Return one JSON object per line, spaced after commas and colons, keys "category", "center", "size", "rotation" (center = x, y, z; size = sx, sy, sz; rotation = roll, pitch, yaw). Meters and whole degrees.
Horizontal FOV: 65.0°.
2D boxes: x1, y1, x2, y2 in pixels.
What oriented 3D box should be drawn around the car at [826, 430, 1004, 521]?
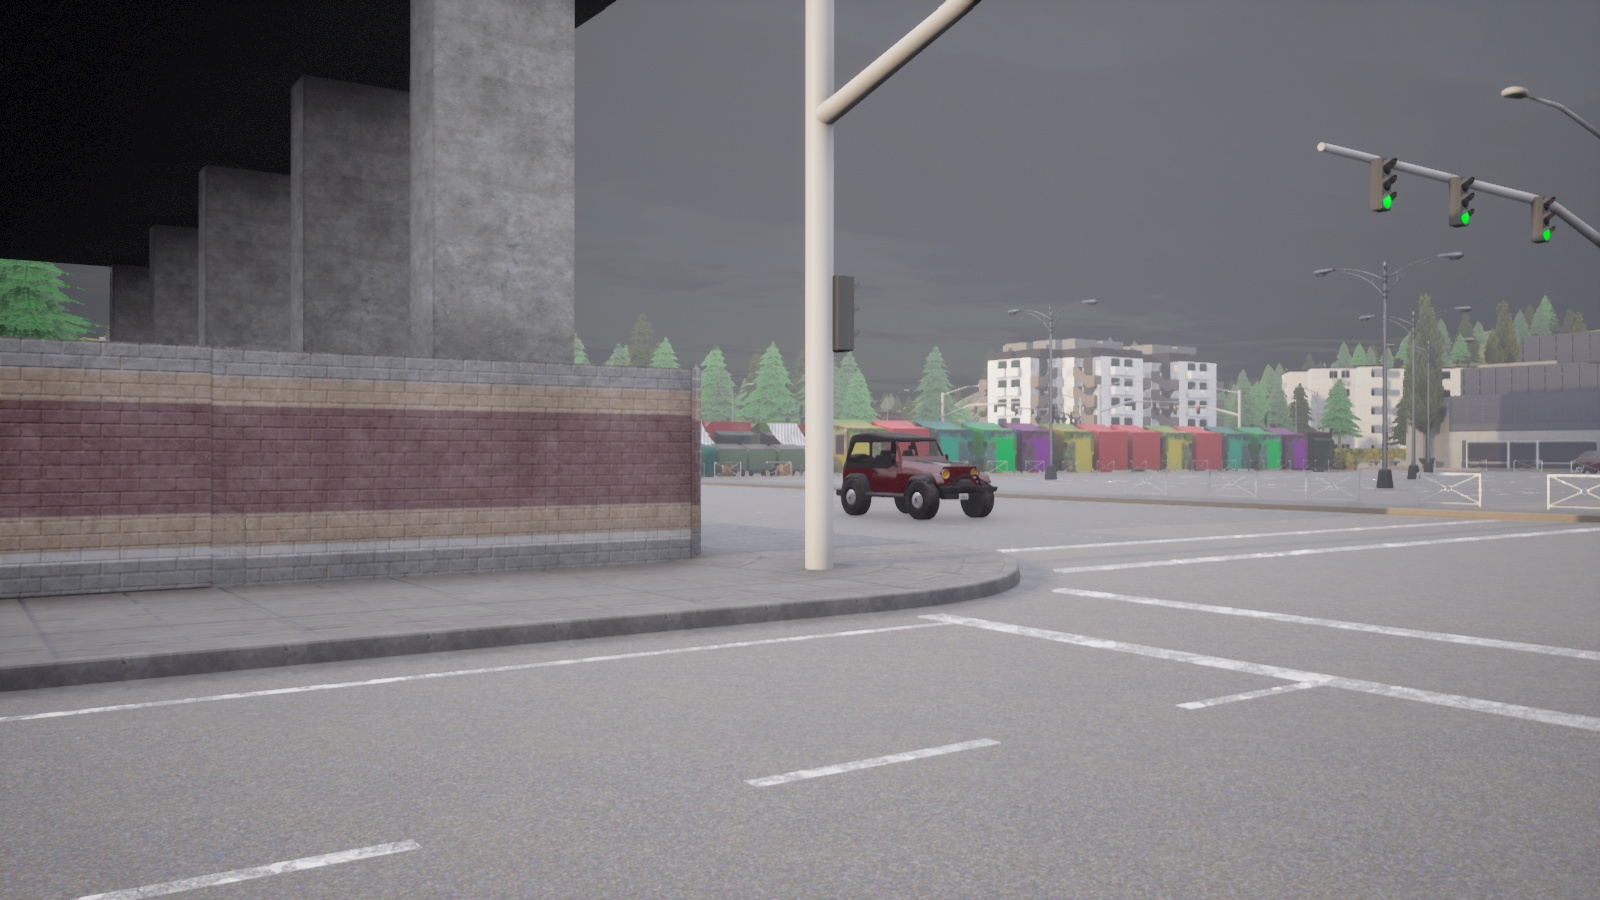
{"category": "car", "center": [2.491, 0.530, 28.042], "size": [1.905, 1.878, 3.866], "rotation": [0, 0, -35]}
